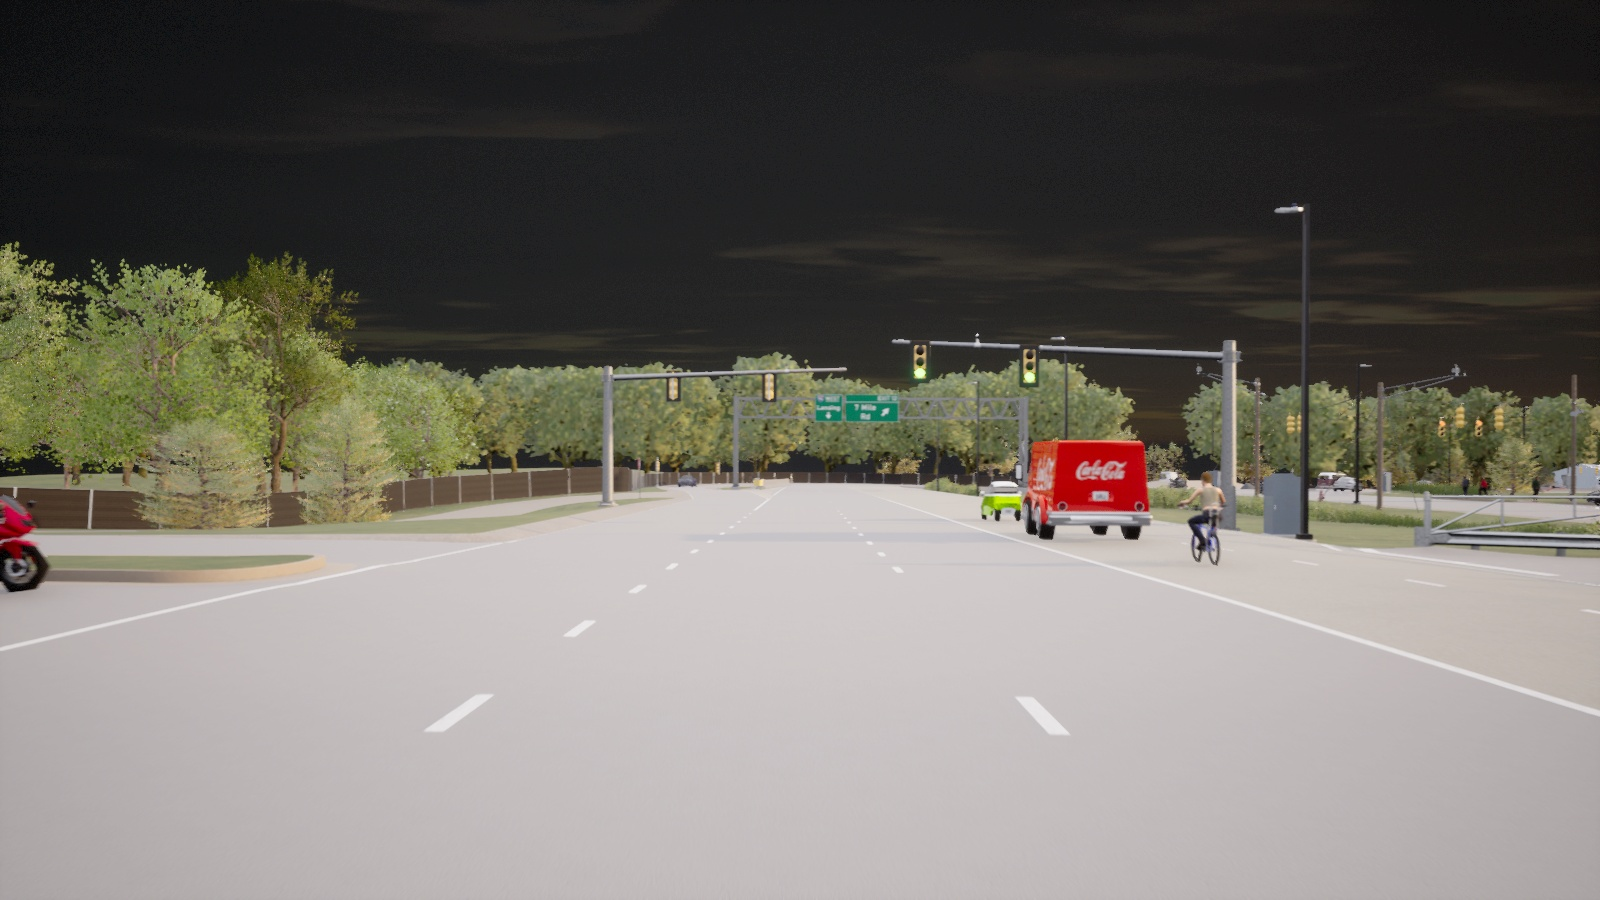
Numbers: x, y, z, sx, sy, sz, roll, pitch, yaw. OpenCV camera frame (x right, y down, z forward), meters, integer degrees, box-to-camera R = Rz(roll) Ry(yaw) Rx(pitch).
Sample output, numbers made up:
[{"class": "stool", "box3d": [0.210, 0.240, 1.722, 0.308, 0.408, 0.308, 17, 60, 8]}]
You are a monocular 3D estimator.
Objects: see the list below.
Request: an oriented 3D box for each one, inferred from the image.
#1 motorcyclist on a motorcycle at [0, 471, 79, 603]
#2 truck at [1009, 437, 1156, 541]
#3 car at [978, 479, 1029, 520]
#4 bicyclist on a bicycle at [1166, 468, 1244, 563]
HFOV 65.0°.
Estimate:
[{"class": "motorcyclist on a motorcycle", "box3d": [-9.858, 1.018, 14.986, 2.044, 1.523, 0.797, 0, -1, 0]}, {"class": "truck", "box3d": [7.140, 0.960, 32.439, 2.627, 2.467, 5.204, 0, -1, 0]}, {"class": "car", "box3d": [7.195, 1.738, 44.538, 1.481, 1.376, 2.207, 0, -1, 0]}, {"class": "bicyclist on a bicycle", "box3d": [7.096, 1.135, 22.094, 0.866, 1.612, 1.509, 0, -2, 0]}]
